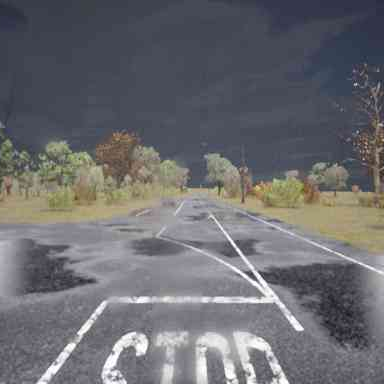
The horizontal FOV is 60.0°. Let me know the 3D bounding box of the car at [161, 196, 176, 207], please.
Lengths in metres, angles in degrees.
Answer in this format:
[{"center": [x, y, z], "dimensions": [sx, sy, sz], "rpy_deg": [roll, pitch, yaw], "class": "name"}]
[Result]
[{"center": [-3.405, 1.423, 48.544], "dimensions": [1.837, 1.490, 4.892], "rpy_deg": [0, 0, 0], "class": "car"}]
